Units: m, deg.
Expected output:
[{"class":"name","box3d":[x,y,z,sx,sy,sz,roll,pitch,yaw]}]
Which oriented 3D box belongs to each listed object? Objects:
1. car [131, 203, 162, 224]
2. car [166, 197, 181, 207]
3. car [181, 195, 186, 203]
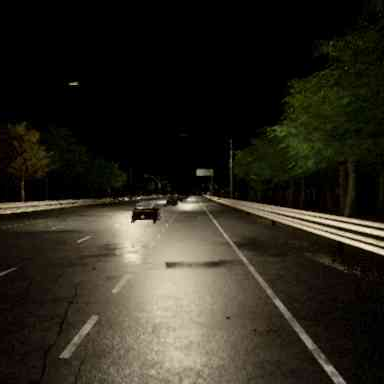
[{"class":"car","box3d":[-3.461,1.570,25.790,2.128,1.511,4.902,0,0,0]},{"class":"car","box3d":[-3.325,1.718,55.508,1.837,1.490,4.892,0,0,0]},{"class":"car","box3d":[-3.137,1.856,80.687,1.812,1.442,4.674,0,0,1]}]
